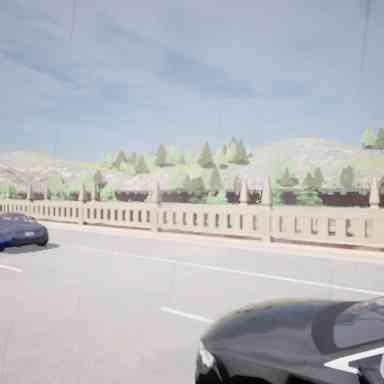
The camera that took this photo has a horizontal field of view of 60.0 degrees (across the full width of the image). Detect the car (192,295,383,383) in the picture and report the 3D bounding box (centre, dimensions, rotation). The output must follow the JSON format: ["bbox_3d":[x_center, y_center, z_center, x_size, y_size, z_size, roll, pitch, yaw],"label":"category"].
[{"bbox_3d":[2.246,1.492,2.399,4.902,1.511,2.128,0,0,35],"label":"car"}]

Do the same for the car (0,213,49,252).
[{"bbox_3d":[-7.848,1.570,13.892,4.181,1.385,1.994,0,0,36],"label":"car"}]
